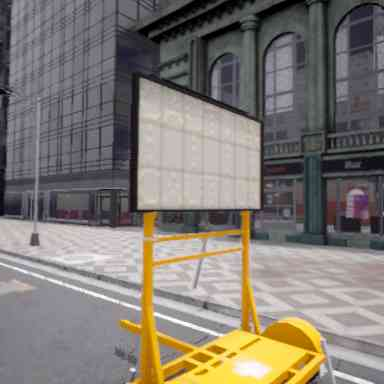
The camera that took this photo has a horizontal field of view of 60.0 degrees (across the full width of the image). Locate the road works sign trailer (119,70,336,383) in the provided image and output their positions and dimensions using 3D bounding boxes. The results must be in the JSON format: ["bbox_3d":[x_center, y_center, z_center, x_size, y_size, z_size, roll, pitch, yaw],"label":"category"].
[{"bbox_3d":[0.038,0.632,4.087,2.880,3.560,2.380,-1,-3,41],"label":"road works sign trailer"}]
